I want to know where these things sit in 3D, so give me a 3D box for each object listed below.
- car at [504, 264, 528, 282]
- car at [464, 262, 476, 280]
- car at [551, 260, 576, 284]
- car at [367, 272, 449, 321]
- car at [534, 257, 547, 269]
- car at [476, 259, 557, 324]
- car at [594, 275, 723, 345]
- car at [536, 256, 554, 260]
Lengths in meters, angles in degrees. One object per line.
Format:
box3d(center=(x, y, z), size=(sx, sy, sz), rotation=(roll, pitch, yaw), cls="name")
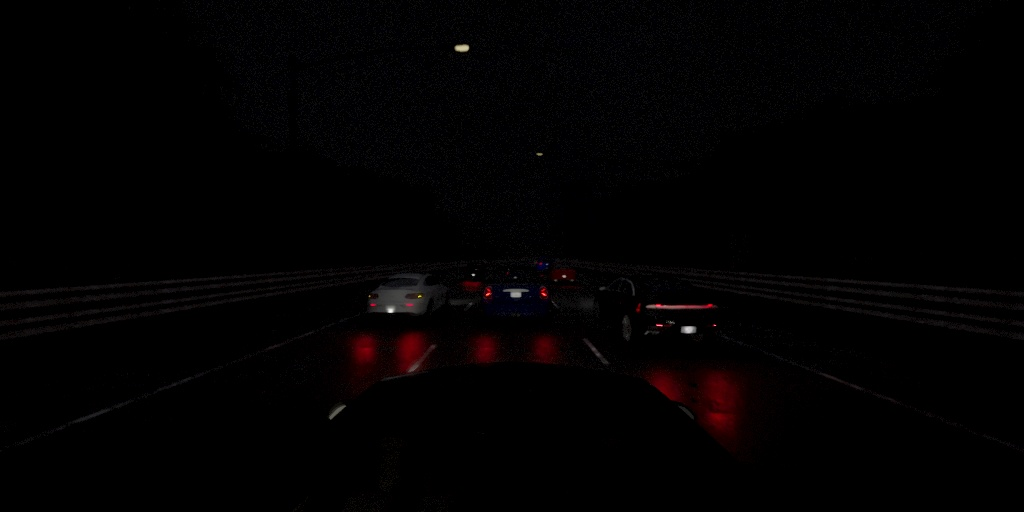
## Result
box3d(center=(0.354, 1.398, 30.342), size=(1.895, 1.301, 4.718), rotation=(0, 0, 1), cls="car")
box3d(center=(-3.110, 1.306, 31.814), size=(1.837, 1.490, 4.892), rotation=(0, 0, 1), cls="car")
box3d(center=(3.696, 1.266, 27.548), size=(1.882, 1.535, 5.008), rotation=(0, 0, 1), cls="car")
box3d(center=(-3.391, 1.283, 12.348), size=(1.812, 1.442, 4.674), rotation=(0, 0, 0), cls="car")
box3d(center=(5.021, 1.199, 63.336), size=(2.150, 2.045, 5.566), rotation=(0, 0, 3), cls="car")
box3d(center=(0.122, 1.109, 12.185), size=(2.097, 1.767, 4.553), rotation=(0, 0, 0), cls="car")
box3d(center=(3.509, 1.245, 9.533), size=(2.128, 1.511, 4.902), rotation=(0, 0, 0), cls="car")
box3d(center=(4.125, 1.070, 43.527), size=(2.150, 2.045, 5.566), rotation=(0, 0, 2), cls="car")
